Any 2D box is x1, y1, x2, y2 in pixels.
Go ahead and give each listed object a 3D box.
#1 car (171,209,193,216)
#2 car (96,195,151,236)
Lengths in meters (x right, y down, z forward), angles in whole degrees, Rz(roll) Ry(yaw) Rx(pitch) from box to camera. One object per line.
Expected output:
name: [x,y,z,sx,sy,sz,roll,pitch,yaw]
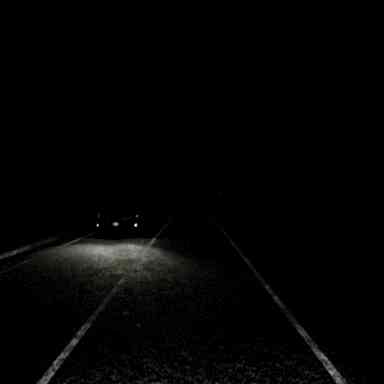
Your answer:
car: [-2.533,5.342,85.092,5.566,2.045,2.150,1,-4,-1]
car: [-3.588,1.166,18.435,2.150,2.045,5.566,0,0,0]
